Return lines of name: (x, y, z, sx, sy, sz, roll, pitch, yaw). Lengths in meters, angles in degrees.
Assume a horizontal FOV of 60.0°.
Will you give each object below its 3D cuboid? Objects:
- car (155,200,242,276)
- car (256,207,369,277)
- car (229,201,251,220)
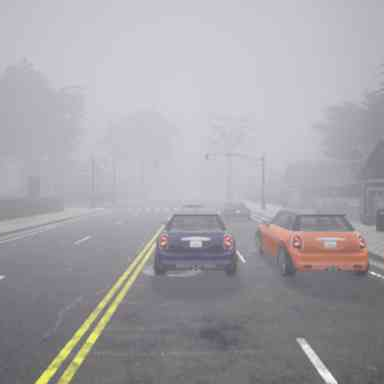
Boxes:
car: (0.097, 1.277, 10.256, 2.097, 1.767, 4.553, 0, 0, 0)
car: (3.349, 1.277, 10.171, 2.097, 1.767, 4.553, 0, 0, 0)
car: (3.348, 1.374, 26.148, 1.994, 1.385, 4.181, 0, 0, 0)
